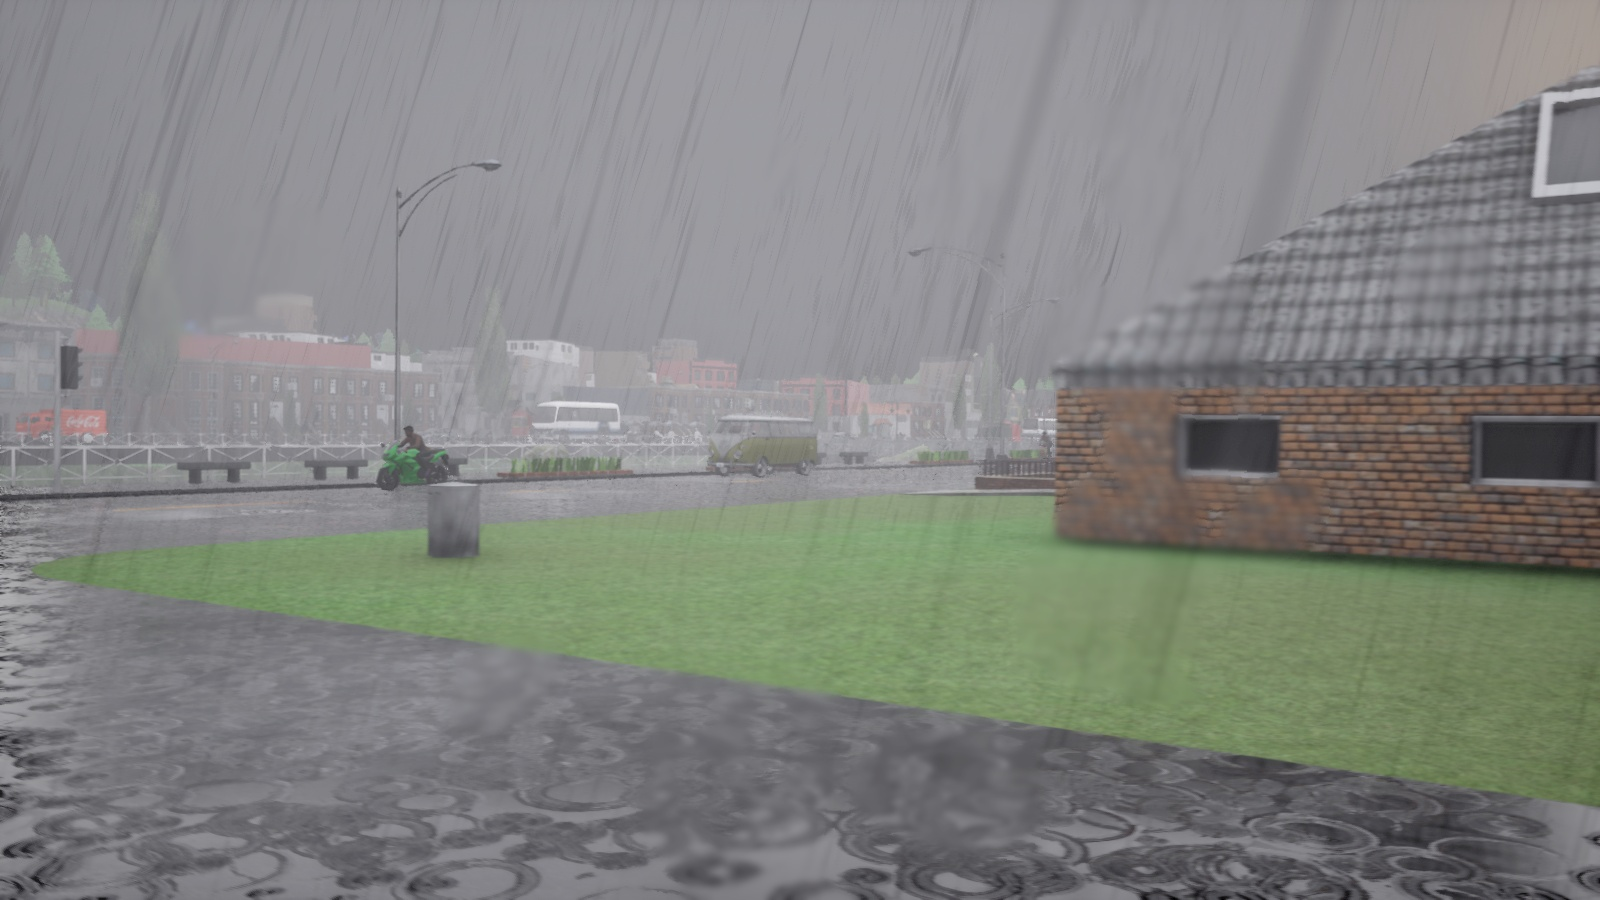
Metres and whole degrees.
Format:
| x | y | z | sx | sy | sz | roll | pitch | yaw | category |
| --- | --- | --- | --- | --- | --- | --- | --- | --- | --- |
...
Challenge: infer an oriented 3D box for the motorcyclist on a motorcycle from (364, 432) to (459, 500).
| x | y | z | sx | sy | sz | roll | pitch | yaw | category |
| --- | --- | --- | --- | --- | --- | --- | --- | --- | --- |
| -9.032 | 0.344 | 29.270 | 0.797 | 1.523 | 2.044 | 0 | 1 | 34 | motorcyclist on a motorcycle |

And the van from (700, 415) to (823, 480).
| x | y | z | sx | sy | sz | roll | pitch | yaw | category |
| --- | --- | --- | --- | --- | --- | --- | --- | --- | --- |
| -1.190 | -0.117 | 41.075 | 1.775 | 1.987 | 4.442 | 0 | 1 | 34 | van |

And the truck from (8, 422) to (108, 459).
| x | y | z | sx | sy | sz | roll | pitch | yaw | category |
| --- | --- | --- | --- | --- | --- | --- | --- | --- | --- |
| -50.473 | -0.661 | 85.542 | 2.627 | 2.467 | 5.204 | 0 | 1 | 34 | truck |
